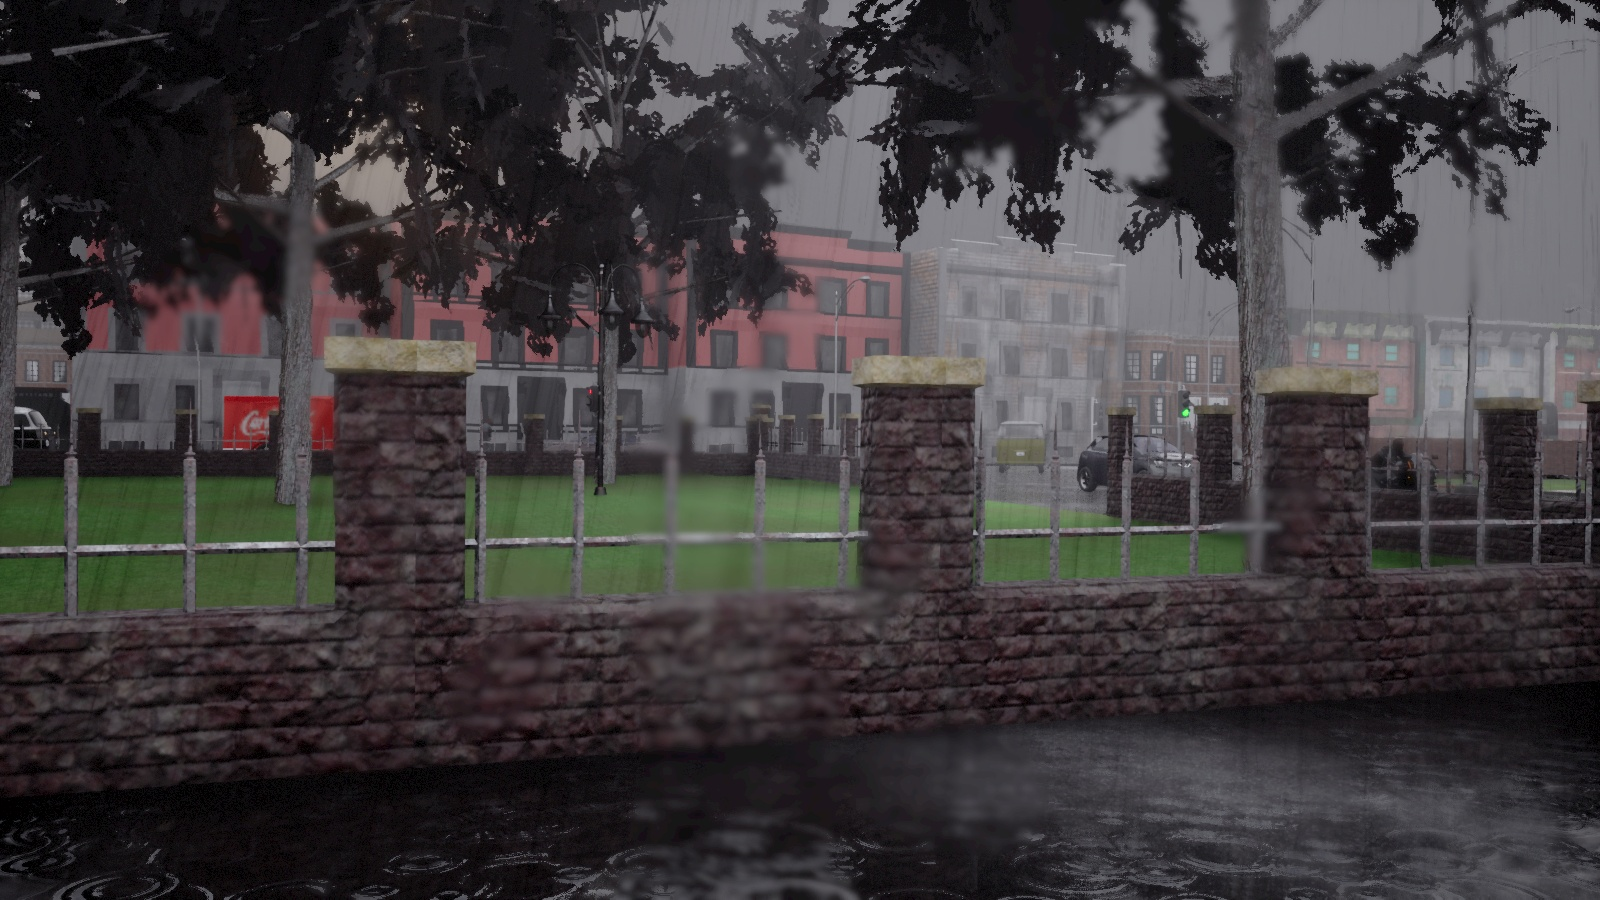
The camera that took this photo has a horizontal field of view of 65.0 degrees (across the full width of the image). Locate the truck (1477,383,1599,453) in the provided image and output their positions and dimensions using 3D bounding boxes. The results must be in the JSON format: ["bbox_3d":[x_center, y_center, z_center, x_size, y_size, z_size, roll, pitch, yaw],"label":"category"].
[{"bbox_3d":[39.333,-1.667,65.019,7.936,3.462,2.891,-1,1,-19],"label":"truck"}]

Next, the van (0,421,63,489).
[{"bbox_3d":[-25.457,0.169,38.585,4.480,2.038,2.069,-1,1,-19],"label":"van"}]

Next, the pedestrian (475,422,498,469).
[{"bbox_3d":[-12.766,-0.191,51.076,0.849,1.883,0.563,-1,1,-17],"label":"pedestrian"}]

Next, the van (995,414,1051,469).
[{"bbox_3d":[8.683,-0.336,48.673,1.775,1.987,4.442,-1,1,14],"label":"van"}]

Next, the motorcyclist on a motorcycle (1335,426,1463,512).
[{"bbox_3d":[11.227,0.327,23.635,0.866,1.530,2.191,-1,1,-21],"label":"motorcyclist on a motorcycle"}]

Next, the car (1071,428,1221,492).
[{"bbox_3d":[8.567,0.208,31.409,1.845,1.501,3.633,-1,1,-20],"label":"car"}]

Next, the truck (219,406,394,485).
[{"bbox_3d":[-16.271,-0.192,41.748,5.204,2.467,2.627,-1,1,-18],"label":"truck"}]

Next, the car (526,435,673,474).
[{"bbox_3d":[-7.823,0.134,48.922,5.357,1.411,2.033,-1,1,-19],"label":"car"}]
